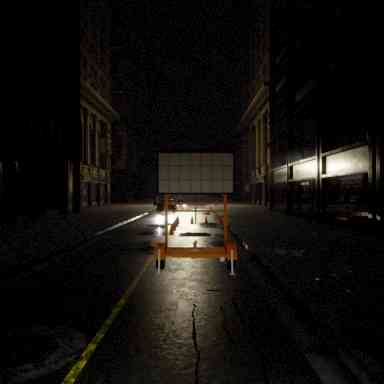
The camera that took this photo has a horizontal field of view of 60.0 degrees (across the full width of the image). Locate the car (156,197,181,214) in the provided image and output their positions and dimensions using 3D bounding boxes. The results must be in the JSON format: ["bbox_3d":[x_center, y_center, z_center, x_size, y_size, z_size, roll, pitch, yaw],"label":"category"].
[{"bbox_3d":[-2.677,1.502,35.255,2.128,1.511,4.902,0,0,1],"label":"car"}]

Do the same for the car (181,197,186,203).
[{"bbox_3d":[-2.204,1.636,65.071,1.895,1.301,4.718,0,0,1],"label":"car"}]

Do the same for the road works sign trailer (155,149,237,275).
[{"bbox_3d":[0.117,0.466,10.429,2.380,3.560,2.880,0,0,1],"label":"road works sign trailer"}]
